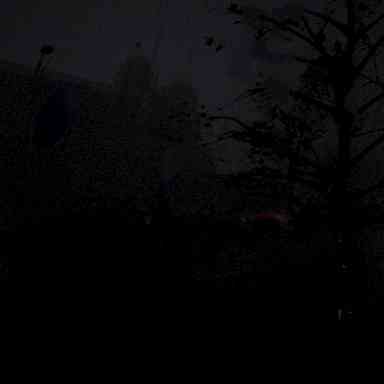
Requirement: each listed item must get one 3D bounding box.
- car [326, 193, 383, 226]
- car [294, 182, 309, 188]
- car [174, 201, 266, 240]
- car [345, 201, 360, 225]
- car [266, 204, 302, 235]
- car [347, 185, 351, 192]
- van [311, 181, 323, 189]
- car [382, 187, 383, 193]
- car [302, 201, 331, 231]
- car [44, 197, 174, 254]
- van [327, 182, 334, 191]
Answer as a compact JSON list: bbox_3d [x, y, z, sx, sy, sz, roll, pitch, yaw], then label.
[{"bbox_3d":[10.868,1.315,24.305,5.566,2.045,2.435,-1,-1,35],"label":"car"},{"bbox_3d":[26.792,-1.791,82.885,2.002,1.452,4.674,7,3,35],"label":"car"},{"bbox_3d":[1.141,1.384,17.304,4.553,1.767,2.185,-1,-1,35],"label":"car"},{"bbox_3d":[8.422,1.579,22.559,4.792,1.488,2.163,-1,-1,35],"label":"car"},{"bbox_3d":[3.536,1.397,19.088,4.553,1.767,2.185,-1,-1,34],"label":"car"},{"bbox_3d":[33.683,-0.740,72.997,2.231,1.521,4.892,7,3,35],"label":"car"},{"bbox_3d":[30.197,-1.512,77.832,1.878,1.987,4.442,7,3,35],"label":"van"},{"bbox_3d":[38.891,-0.174,65.609,2.435,2.045,5.566,7,3,35],"label":"car"},{"bbox_3d":[6.002,1.536,20.813,4.892,1.521,2.231,-1,-1,35],"label":"car"},{"bbox_3d":[-3.800,1.245,13.853,5.566,2.045,2.435,-1,-1,35],"label":"car"},{"bbox_3d":[31.925,-1.239,75.360,1.878,1.987,4.442,7,3,35],"label":"van"}]
